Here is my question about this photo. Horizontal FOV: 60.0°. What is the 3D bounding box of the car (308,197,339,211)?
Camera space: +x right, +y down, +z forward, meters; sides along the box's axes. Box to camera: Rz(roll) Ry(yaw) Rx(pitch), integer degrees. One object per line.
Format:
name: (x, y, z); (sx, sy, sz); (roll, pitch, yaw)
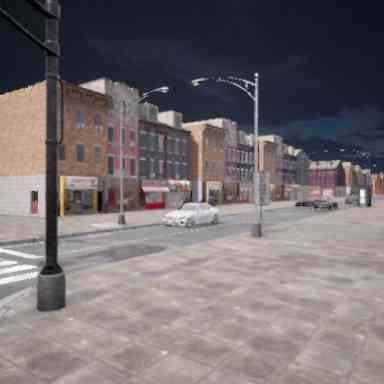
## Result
car: (15.007, 1.288, 37.157); (2.128, 1.511, 4.902); (0, 0, 35)

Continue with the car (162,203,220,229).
car: (0.065, 1.422, 21.156); (1.812, 1.442, 4.674); (0, 1, 35)

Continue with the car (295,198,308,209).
car: (14.240, 1.372, 41.075); (1.895, 1.301, 4.718); (0, 0, 36)

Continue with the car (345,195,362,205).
car: (24.660, 1.213, 50.780); (2.128, 1.511, 4.902); (0, 0, 36)
